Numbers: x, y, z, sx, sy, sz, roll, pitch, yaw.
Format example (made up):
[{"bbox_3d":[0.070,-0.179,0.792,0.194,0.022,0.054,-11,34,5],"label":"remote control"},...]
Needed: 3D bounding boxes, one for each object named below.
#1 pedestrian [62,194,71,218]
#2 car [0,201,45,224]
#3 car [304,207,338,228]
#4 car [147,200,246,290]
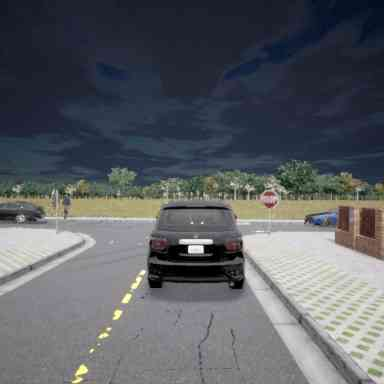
[{"bbox_3d":[-9.696,1.069,25.675,0.375,1.860,0.375,0,-1,0],"label":"pedestrian"},{"bbox_3d":[-12.652,1.373,22.744,4.892,1.490,1.837,1,0,0],"label":"car"},{"bbox_3d":[10.625,1.708,22.889,5.357,1.411,2.033,1,0,0],"label":"car"},{"bbox_3d":[0.123,1.223,9.227,2.150,2.045,5.566,0,0,1],"label":"car"}]
